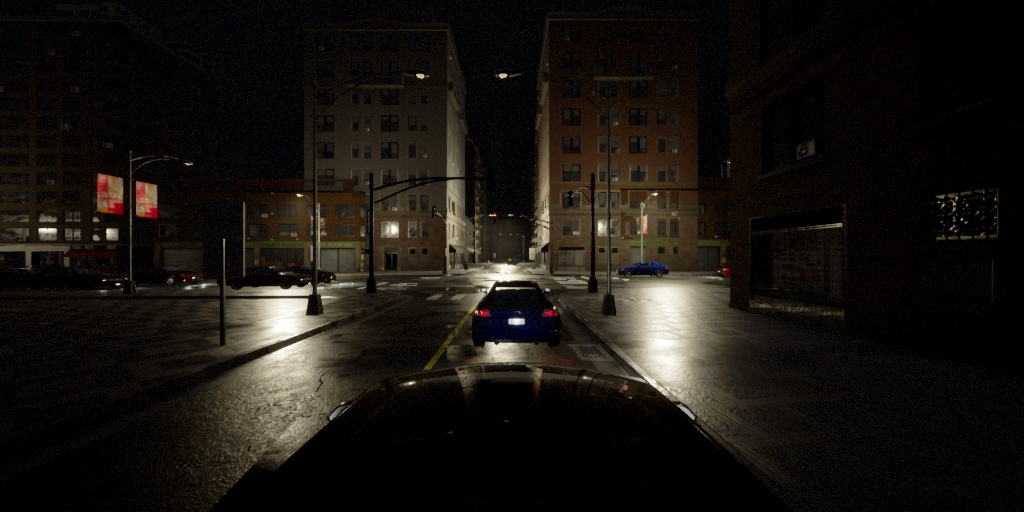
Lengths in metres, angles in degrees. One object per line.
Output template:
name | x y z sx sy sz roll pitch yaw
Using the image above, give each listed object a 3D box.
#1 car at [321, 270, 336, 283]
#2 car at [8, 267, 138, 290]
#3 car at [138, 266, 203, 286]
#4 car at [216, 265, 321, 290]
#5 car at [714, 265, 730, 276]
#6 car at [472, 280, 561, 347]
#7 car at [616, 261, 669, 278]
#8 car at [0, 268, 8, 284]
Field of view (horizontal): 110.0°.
car | -15.038 1.368 25.908 4.181 1.385 1.994 0 0 0
car | -27.504 1.399 22.604 5.357 1.411 2.033 0 0 0
car | -24.986 1.406 25.860 4.181 1.385 1.994 0 0 -1
car | -15.452 1.353 22.658 5.357 1.411 2.033 0 0 0
car | 20.907 1.229 32.769 4.181 1.385 1.994 0 0 0
car | 0.098 1.315 9.371 1.994 1.385 4.181 0 0 0
car | 11.868 1.222 32.732 4.674 1.442 1.812 0 0 0
car | -35.183 1.476 25.826 4.718 1.301 1.895 0 0 0
